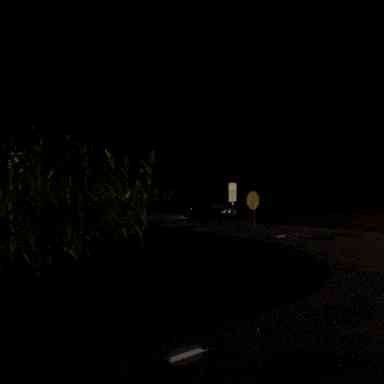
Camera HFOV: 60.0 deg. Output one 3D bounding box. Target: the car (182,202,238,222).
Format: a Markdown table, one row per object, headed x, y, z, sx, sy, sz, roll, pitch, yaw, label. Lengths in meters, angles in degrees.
| x | y | z | sx | sy | sz | roll | pitch | yaw | label |
| --- | --- | --- | --- | --- | --- | --- | --- | --- | --- |
| 1.336 | 1.555 | 26.910 | 2.033 | 1.411 | 5.357 | -1 | 0 | -36 | car |
